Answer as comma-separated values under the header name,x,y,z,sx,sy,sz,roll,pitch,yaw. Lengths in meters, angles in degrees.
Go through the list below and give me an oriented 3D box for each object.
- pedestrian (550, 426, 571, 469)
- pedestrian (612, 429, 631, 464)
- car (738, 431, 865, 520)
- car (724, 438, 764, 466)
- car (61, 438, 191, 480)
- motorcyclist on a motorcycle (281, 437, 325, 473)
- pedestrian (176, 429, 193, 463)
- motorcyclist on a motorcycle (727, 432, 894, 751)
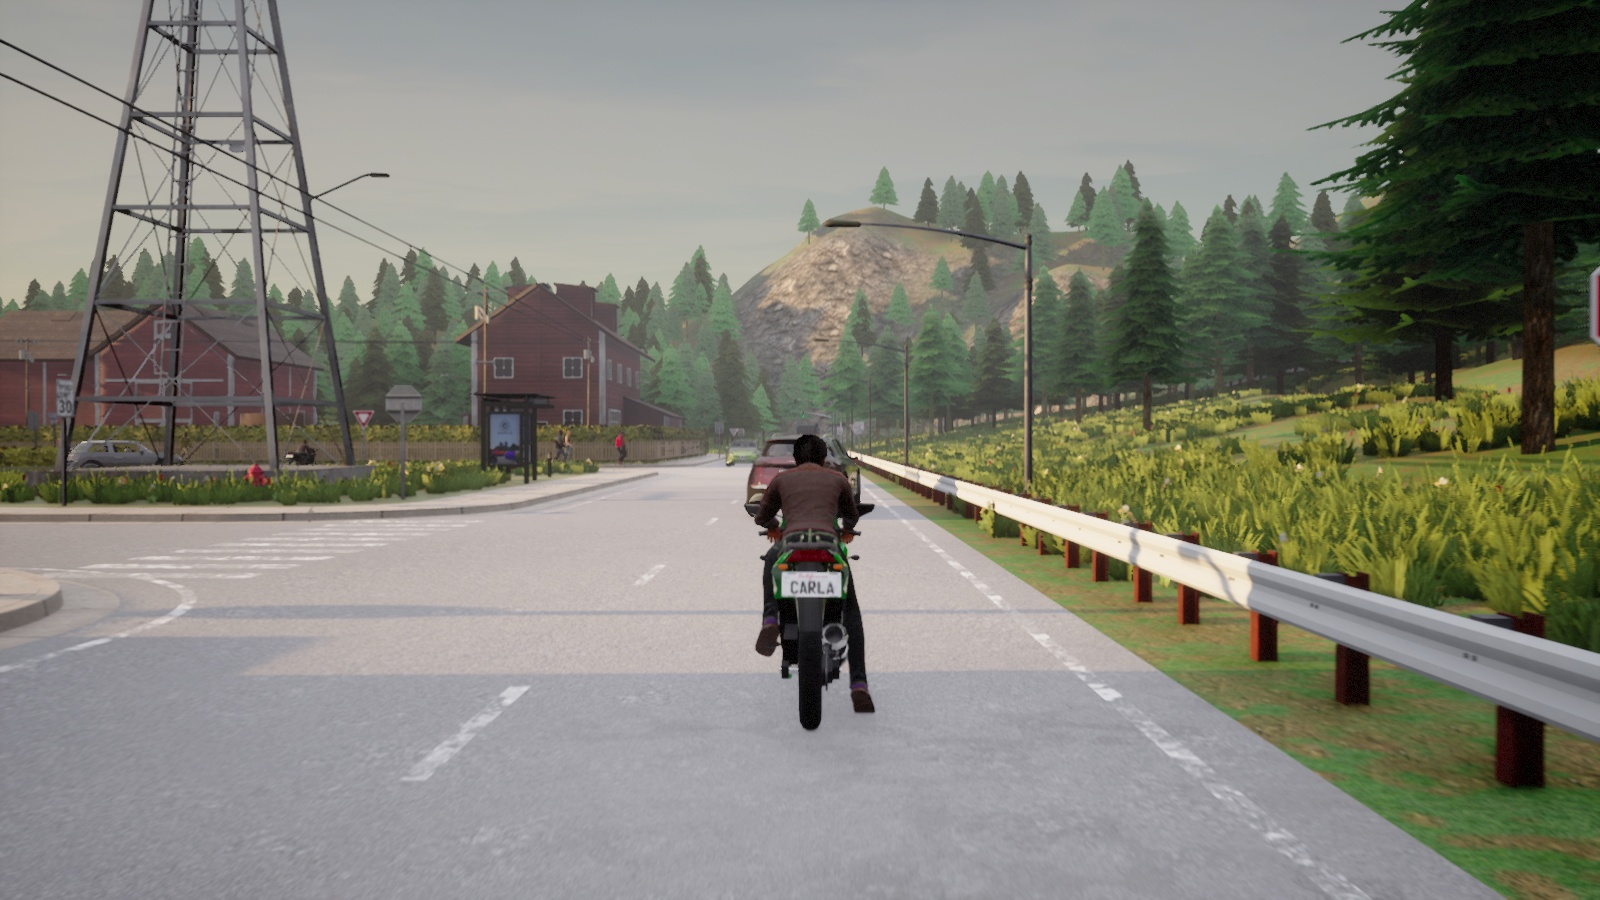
name,x,y,z,sx,sy,sz,roll,pitch,yaw
pedestrian,-10.660,-0.103,55.871,0.849,1.883,0.563,0,1,-6
pedestrian,-9.391,-0.194,66.175,0.899,1.844,0.634,0,1,2
car,0.145,0.447,25.817,2.033,1.649,4.856,0,1,7
car,-3.091,0.071,69.710,2.007,1.525,4.514,0,1,0
car,-24.688,0.283,46.039,3.806,1.475,1.970,0,1,-44
motorcyclist on a motorcycle,-21.952,0.217,55.497,0.797,1.523,2.044,2,1,12
pedestrian,-32.740,-0.218,66.781,0.726,1.835,0.370,0,1,0
motorcyclist on a motorcycle,0.055,0.666,7.014,0.797,1.523,2.044,0,1,0
